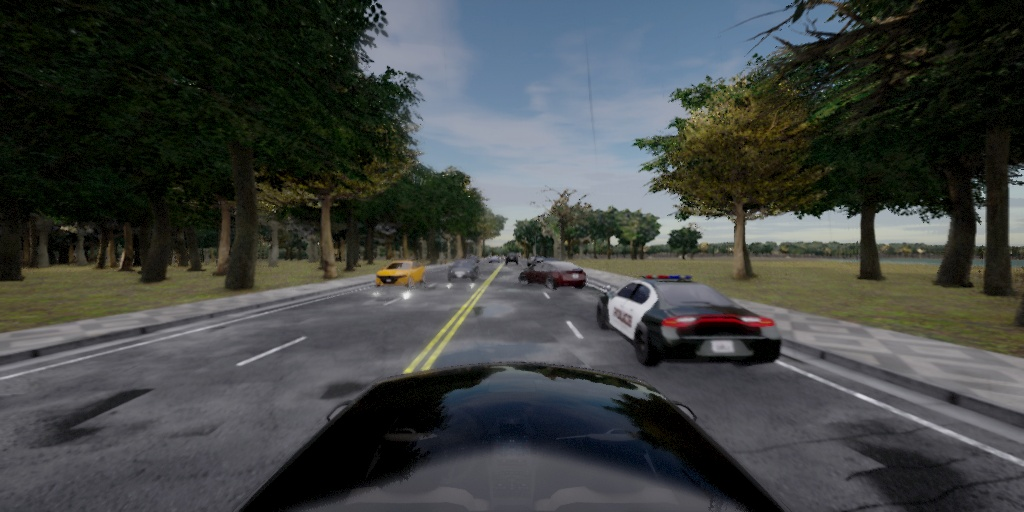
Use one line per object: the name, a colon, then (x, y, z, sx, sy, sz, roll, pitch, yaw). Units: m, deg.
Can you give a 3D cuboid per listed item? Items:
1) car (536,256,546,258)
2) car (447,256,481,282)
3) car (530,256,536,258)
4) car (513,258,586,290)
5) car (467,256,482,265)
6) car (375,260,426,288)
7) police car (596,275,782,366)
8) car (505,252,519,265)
car: (3.238, 0.963, 29.928, 1.837, 1.490, 4.892, 0, 1, 0)
car: (-3.355, 0.994, 25.483, 2.128, 1.511, 4.902, 0, 1, 0)
car: (3.234, 0.860, 40.929, 1.837, 1.490, 4.892, 0, 1, 0)
car: (2.224, 1.055, 20.526, 2.163, 1.488, 4.792, 0, 1, -26)
car: (-6.549, 0.733, 63.073, 2.033, 1.411, 5.357, 0, 0, 1)
car: (-6.607, 1.017, 21.719, 1.882, 1.535, 5.008, 0, 1, 0)
police car: (3.247, 1.187, 7.929, 2.038, 1.542, 4.974, 0, 1, 0)
car: (-0.023, 0.424, 60.316, 2.150, 2.045, 5.566, 0, 0, 0)
